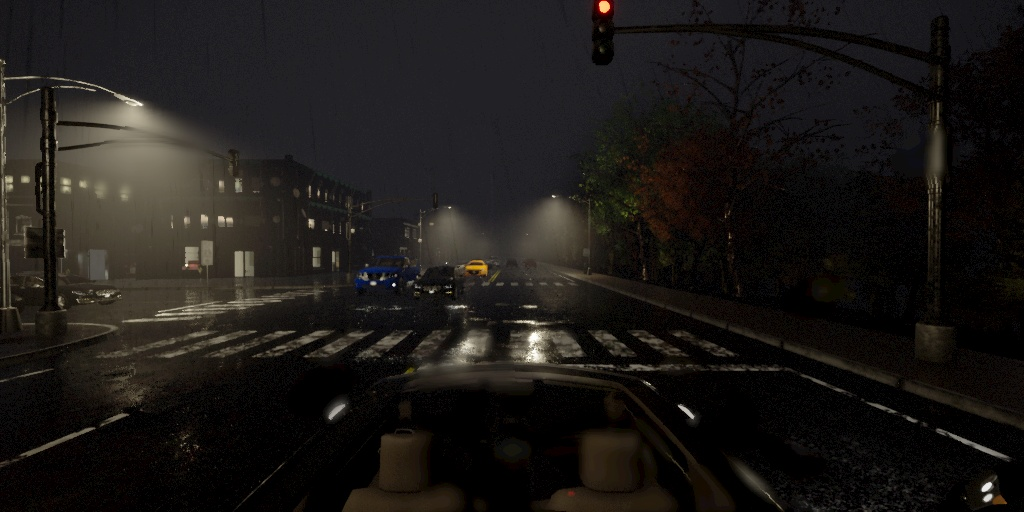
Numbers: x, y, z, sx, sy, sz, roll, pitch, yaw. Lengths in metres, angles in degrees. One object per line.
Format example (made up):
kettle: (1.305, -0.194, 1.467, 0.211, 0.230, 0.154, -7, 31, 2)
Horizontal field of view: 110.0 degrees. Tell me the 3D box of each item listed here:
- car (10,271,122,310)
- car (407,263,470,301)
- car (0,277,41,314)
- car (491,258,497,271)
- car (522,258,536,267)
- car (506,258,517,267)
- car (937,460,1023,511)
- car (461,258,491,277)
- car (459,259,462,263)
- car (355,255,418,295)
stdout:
car: (-19.619, 1.472, 15.223, 4.892, 1.490, 1.837, -1, 1, 0)
car: (-3.384, 1.251, 17.482, 1.837, 1.490, 4.892, 0, 0, 0)
car: (-19.970, 1.565, 12.517, 4.313, 1.339, 1.948, 0, 0, 0)
car: (-3.448, 1.334, 49.712, 1.895, 1.301, 4.718, 0, 0, 0)
car: (3.220, 1.204, 63.208, 1.882, 1.535, 5.008, 0, 0, 0)
car: (-0.032, 1.204, 63.789, 1.882, 1.535, 5.008, 0, 0, 0)
car: (3.355, 1.314, 0.201, 1.994, 1.385, 4.181, 0, 0, 0)
car: (-3.420, 1.217, 34.826, 1.882, 1.535, 5.008, 0, 0, 0)
car: (-6.697, 1.224, 50.895, 2.128, 1.511, 4.902, 0, 0, 0)
car: (-6.639, 0.969, 19.928, 2.150, 2.045, 5.566, 0, 0, 0)
